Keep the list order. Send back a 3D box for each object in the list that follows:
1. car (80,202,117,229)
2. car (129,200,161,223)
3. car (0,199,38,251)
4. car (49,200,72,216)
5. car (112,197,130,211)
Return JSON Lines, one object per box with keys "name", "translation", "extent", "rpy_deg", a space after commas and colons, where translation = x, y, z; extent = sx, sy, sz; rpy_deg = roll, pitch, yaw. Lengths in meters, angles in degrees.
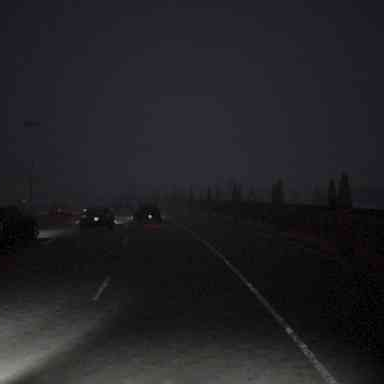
{"name": "car", "translation": [-6.114, 1.581, 21.693], "extent": [1.994, 1.385, 4.181], "rpy_deg": [0, 0, -12]}
{"name": "car", "translation": [-3.577, 1.517, 25.982], "extent": [1.837, 1.490, 4.892], "rpy_deg": [0, 0, -14]}
{"name": "car", "translation": [-8.256, 1.372, 14.264], "extent": [2.097, 1.767, 4.553], "rpy_deg": [0, 0, -9]}
{"name": "car", "translation": [-12.934, 1.512, 32.745], "extent": [1.882, 1.535, 5.008], "rpy_deg": [0, 0, -19]}
{"name": "car", "translation": [-8.680, 1.379, 40.905], "extent": [2.097, 1.767, 4.553], "rpy_deg": [0, 0, -23]}
